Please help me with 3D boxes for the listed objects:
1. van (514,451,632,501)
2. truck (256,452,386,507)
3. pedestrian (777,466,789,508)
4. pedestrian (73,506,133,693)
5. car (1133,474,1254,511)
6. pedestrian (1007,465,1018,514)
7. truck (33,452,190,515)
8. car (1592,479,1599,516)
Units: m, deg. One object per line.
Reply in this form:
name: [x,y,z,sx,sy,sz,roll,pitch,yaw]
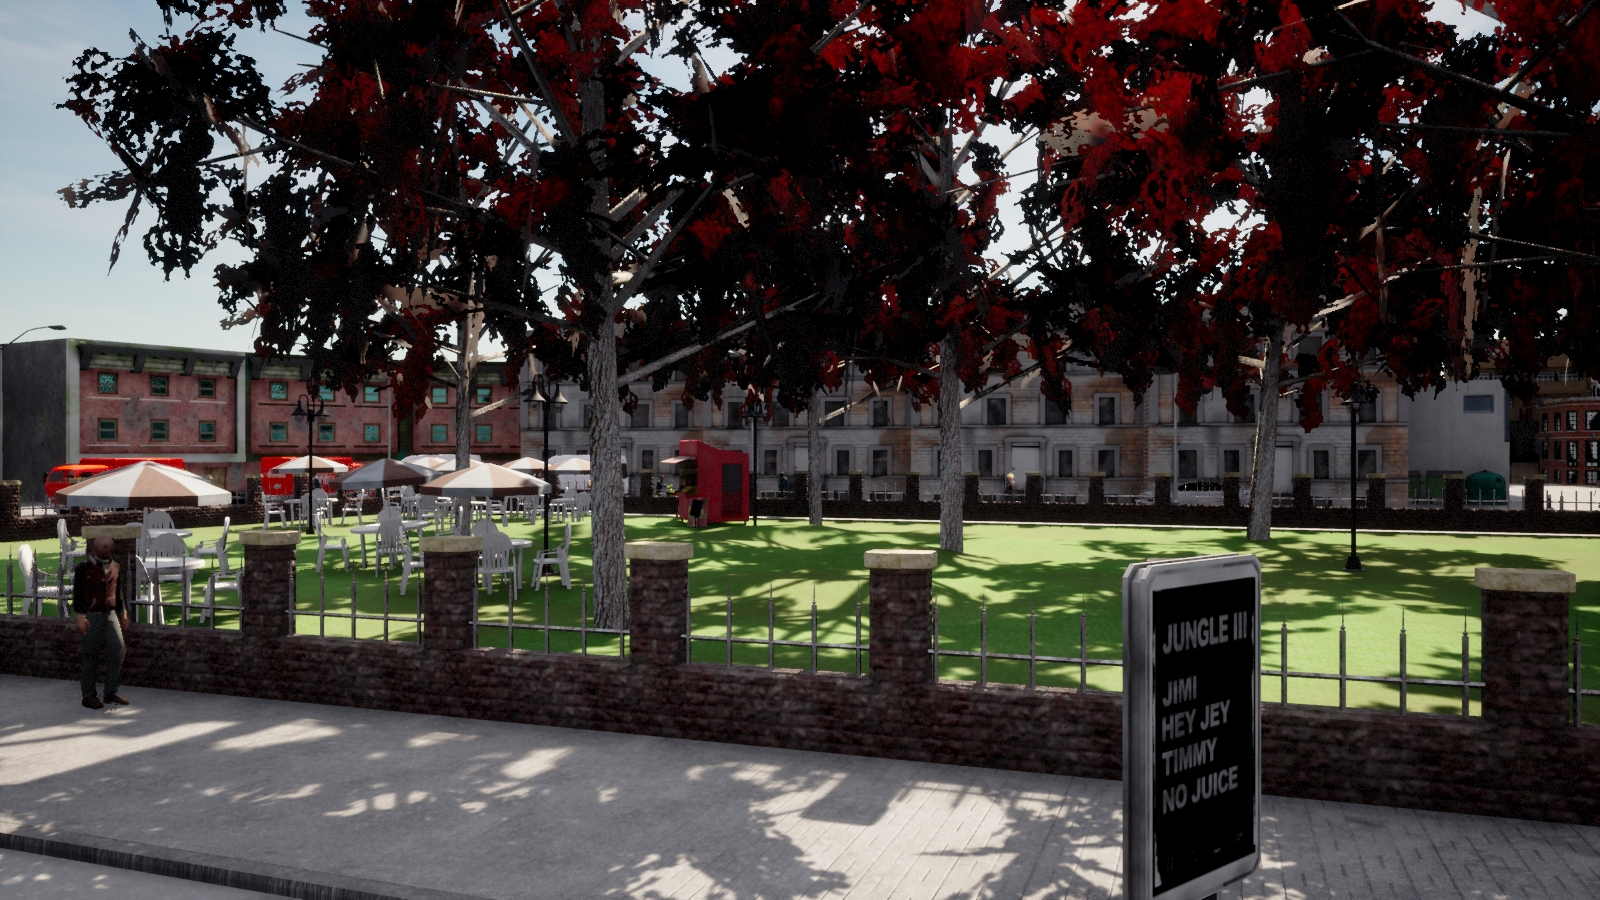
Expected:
van: [-12.048,1.315,60.623,5.915,2.561,1.988,0,0,20]
truck: [-22.479,1.342,53.857,2.627,2.467,5.204,0,-1,26]
pedestrian: [-0.742,1.629,50.700,0.375,1.860,0.375,0,0,36]
pedestrian: [-7.185,1.523,11.778,0.375,1.860,0.375,0,0,23]
car: [17.203,1.841,50.014,4.892,1.480,2.231,0,0,19]
pedestrian: [8.175,1.525,43.955,0.375,1.860,0.375,0,0,20]
truck: [-29.070,1.344,48.449,2.627,2.467,5.204,0,0,20]
car: [33.925,1.886,43.925,5.357,1.411,2.033,0,0,20]
